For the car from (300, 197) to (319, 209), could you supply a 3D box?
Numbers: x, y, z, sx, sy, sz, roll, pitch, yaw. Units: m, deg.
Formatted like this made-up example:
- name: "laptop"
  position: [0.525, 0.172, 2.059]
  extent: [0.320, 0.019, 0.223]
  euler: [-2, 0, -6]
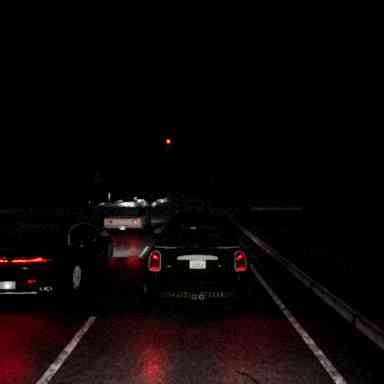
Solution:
- name: "car"
  position: [15.199, 1.267, 39.377]
  extent: [4.718, 1.301, 1.895]
  euler: [0, 1, -3]

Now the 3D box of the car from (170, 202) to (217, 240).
- name: "car"
  position: [0.089, 1.371, 17.348]
  extent: [2.128, 1.511, 4.902]
  euler: [0, 1, 1]

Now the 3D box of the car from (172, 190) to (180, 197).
- name: "car"
  position: [-4.014, 0.611, 85.660]
  extent: [1.837, 1.490, 4.892]
  euler: [0, 1, -4]

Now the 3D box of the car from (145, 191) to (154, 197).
- name: "car"
  position: [-11.124, 0.604, 87.362]
  extent: [2.128, 1.511, 4.902]
  euler: [0, 1, -3]

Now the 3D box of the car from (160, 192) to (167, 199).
- name: "car"
  position: [-7.086, 0.917, 71.981]
  extent: [1.895, 1.301, 4.718]
  euler: [0, 1, -1]

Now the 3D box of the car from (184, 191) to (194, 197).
- name: "car"
  position: [-0.539, 0.626, 86.156]
  extent: [1.812, 1.442, 4.674]
  euler: [0, 1, -4]

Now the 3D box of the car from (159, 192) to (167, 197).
- name: "car"
  position: [-7.624, 0.618, 87.470]
  extent: [2.033, 1.411, 5.357]
  euler: [0, 1, -3]

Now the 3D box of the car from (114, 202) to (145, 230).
- name: "car"
  position: [-3.405, 1.469, 18.530]
  extent: [1.895, 1.301, 4.718]
  euler: [0, 1, 0]

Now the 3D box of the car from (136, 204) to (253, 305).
- name: "car"
  position: [0.101, 1.315, 8.151]
  extent: [2.097, 1.767, 4.553]
  euler: [0, 0, 0]

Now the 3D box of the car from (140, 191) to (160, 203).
- name: "car"
  position: [-7.096, 0.974, 56.915]
  extent: [1.882, 1.535, 5.008]
  euler: [0, 1, 0]

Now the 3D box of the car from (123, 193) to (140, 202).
- name: "car"
  position: [-10.596, 0.988, 56.955]
  extent: [2.128, 1.511, 4.902]
  euler: [0, 1, 0]

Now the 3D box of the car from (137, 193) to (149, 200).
- name: "car"
  position: [-10.588, 0.916, 72.090]
  extent: [1.895, 1.301, 4.718]
  euler: [0, 1, -1]

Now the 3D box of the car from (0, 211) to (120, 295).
- name: "car"
  position: [-3.399, 1.464, 8.569]
  extent: [1.837, 1.490, 4.892]
  euler: [0, 0, 0]
